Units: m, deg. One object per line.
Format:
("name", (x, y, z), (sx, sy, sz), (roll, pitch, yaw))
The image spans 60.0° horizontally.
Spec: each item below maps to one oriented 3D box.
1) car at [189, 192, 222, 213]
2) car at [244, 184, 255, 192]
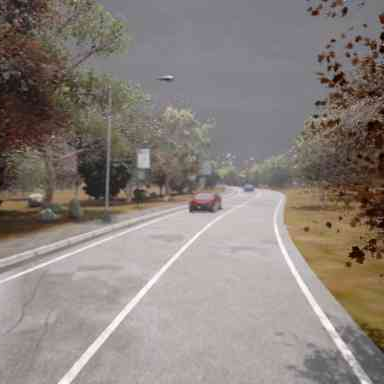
("car", (1.142, 0.745, 26.136), (1.882, 1.535, 5.008), (0, 2, 15))
("car", (11.305, -0.770, 65.940), (1.882, 1.535, 5.008), (1, 2, 8))
